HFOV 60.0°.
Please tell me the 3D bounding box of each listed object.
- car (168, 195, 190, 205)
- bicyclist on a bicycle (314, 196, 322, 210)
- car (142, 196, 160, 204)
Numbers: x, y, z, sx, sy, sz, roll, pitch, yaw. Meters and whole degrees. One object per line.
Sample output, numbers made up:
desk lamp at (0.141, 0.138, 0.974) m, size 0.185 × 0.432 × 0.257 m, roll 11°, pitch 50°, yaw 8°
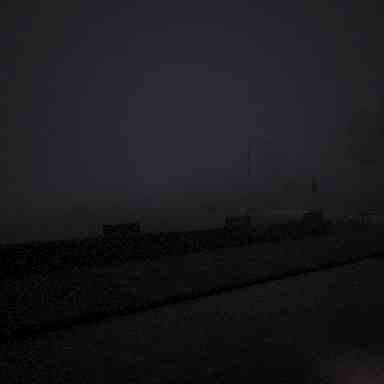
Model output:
car at (-2.302, 1.352, 57.303) m, size 2.097 × 1.767 × 4.553 m, roll 0°, pitch 0°, yaw -35°
bicyclist on a bicycle at (15.190, 1.349, 40.104) m, size 1.656 × 1.620 × 0.582 m, roll 0°, pitch 0°, yaw -36°
car at (-8.175, 1.478, 65.455) m, size 1.882 × 1.535 × 5.008 m, roll 0°, pitch 0°, yaw -36°
